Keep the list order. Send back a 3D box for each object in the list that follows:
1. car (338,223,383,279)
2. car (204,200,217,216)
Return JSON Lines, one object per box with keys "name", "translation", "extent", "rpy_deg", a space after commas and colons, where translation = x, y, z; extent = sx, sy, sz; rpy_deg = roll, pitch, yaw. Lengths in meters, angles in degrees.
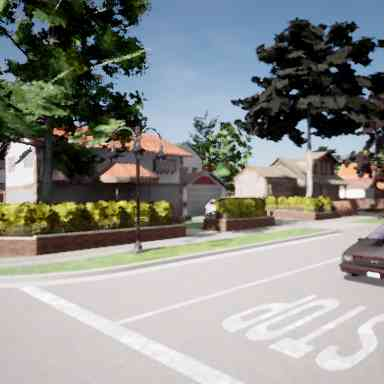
{"name": "car", "translation": [6.307, 1.580, 9.676], "extent": [5.357, 1.411, 2.033], "rpy_deg": [0, -1, -41]}
{"name": "car", "translation": [2.916, 1.402, 29.077], "extent": [1.970, 1.475, 3.806], "rpy_deg": [0, -1, -41]}
